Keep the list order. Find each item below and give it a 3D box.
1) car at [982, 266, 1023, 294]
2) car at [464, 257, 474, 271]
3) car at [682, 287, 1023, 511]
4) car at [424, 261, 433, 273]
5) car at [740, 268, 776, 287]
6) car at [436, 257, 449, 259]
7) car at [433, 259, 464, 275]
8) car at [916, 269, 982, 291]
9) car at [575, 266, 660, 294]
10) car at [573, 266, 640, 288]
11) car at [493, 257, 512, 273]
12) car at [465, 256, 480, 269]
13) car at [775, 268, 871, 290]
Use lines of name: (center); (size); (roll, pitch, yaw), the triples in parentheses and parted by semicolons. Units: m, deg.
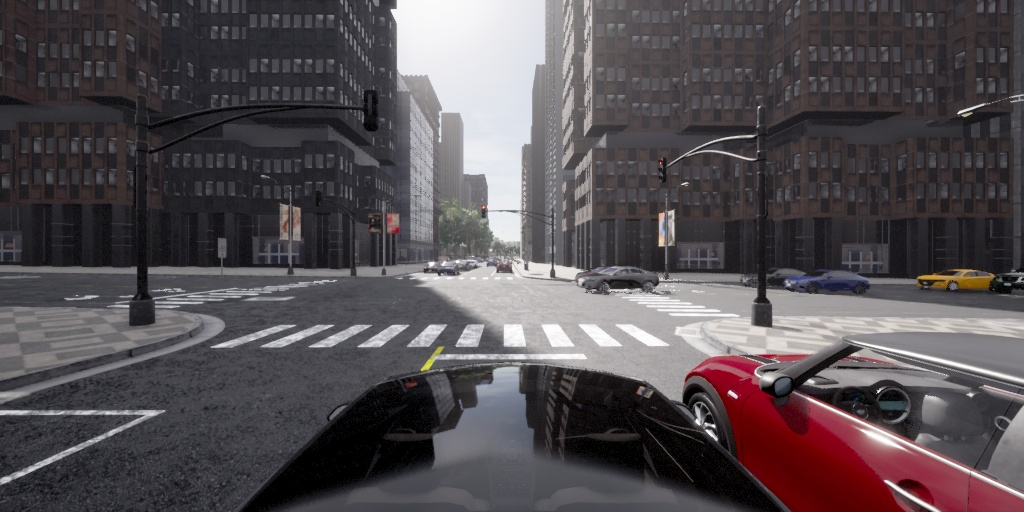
car: (34.022, 1.492, 22.634); (5.566, 2.045, 2.150); (1, 0, -1)
car: (-6.849, 1.261, 48.618); (2.128, 1.511, 4.902); (0, 0, -1)
car: (2.761, 1.190, 2.195); (1.967, 1.591, 4.097); (0, 0, 0)
car: (-9.445, 1.324, 43.443); (1.948, 1.339, 4.313); (0, 0, -1)
car: (18.971, 1.571, 25.694); (4.674, 1.442, 1.812); (1, 0, -1)
car: (-9.520, 1.084, 48.868); (2.192, 1.841, 5.009); (0, 0, -1)
car: (-6.698, 1.294, 38.352); (2.033, 1.411, 5.357); (0, 0, -1)
car: (32.271, 1.716, 25.861); (5.008, 1.535, 1.882); (1, 0, -1)
car: (6.281, 1.359, 21.215); (4.902, 1.511, 2.128); (1, 0, -15)
car: (6.634, 1.432, 25.527); (4.181, 1.385, 1.994); (1, 0, -1)
car: (-0.920, 1.197, 43.559); (1.967, 1.591, 4.097); (0, 0, -1)
car: (-6.983, 1.015, 59.250); (2.150, 2.045, 5.566); (0, 0, 0)
car: (19.653, 1.584, 22.447); (4.674, 1.442, 1.812); (1, 0, 0)
